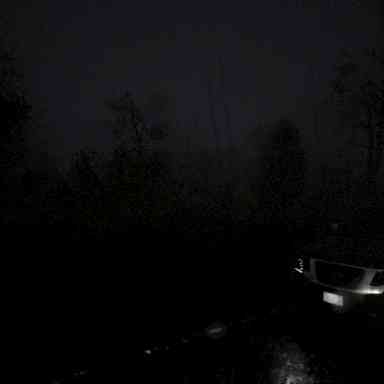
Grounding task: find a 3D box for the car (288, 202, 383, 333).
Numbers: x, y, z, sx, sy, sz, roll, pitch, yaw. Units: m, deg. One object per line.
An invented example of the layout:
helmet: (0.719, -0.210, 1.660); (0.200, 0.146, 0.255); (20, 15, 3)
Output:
car: (4.303, 1.221, 6.548); (5.566, 2.045, 2.150); (0, 0, -36)
